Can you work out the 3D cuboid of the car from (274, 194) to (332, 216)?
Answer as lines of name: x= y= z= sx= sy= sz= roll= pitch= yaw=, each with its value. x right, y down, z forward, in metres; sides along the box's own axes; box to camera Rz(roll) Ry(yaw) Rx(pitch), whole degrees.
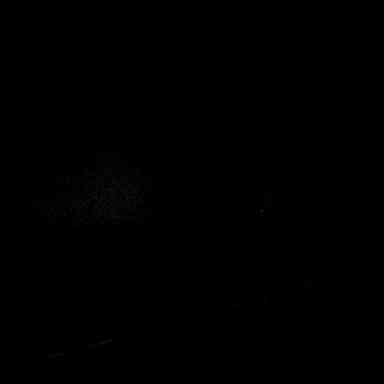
car: x=6.902 y=1.186 z=21.911 sx=5.566 sy=2.045 sz=2.150 roll=0 pitch=0 yaw=-36

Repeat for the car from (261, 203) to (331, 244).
car: x=4.142 y=1.482 z=15.609 sx=4.892 sy=1.490 sz=1.837 roll=0 pitch=0 yaw=-36
